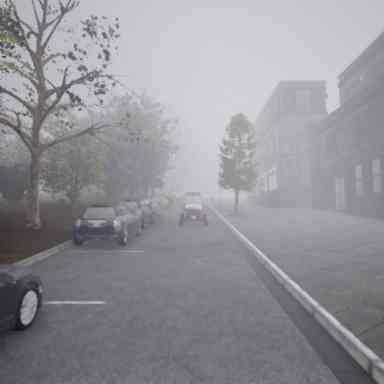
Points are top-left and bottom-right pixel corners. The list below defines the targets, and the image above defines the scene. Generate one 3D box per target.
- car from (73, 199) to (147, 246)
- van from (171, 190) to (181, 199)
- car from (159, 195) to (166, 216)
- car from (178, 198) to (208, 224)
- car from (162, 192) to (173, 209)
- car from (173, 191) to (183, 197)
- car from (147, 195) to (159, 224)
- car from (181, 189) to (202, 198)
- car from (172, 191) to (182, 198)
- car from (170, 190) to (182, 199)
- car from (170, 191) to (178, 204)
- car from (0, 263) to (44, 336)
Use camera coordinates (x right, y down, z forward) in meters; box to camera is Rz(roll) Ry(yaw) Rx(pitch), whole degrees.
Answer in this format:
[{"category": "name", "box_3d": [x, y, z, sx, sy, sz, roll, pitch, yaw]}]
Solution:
[{"category": "car", "box_3d": [-3.653, 1.286, 15.190, 2.185, 1.767, 4.553, 0, 1, 2]}, {"category": "van", "box_3d": [-3.643, 0.440, 76.612, 1.878, 1.987, 4.442, 0, 1, 2]}, {"category": "car", "box_3d": [-3.651, 1.289, 26.358, 2.231, 1.521, 4.892, 0, 1, 2]}, {"category": "car", "box_3d": [0.104, 1.371, 22.968, 1.812, 1.442, 4.674, 0, 1, 0]}, {"category": "car", "box_3d": [-3.643, 1.153, 37.691, 1.946, 1.575, 5.366, 0, 1, 2]}, {"category": "car", "box_3d": [-3.647, 0.530, 87.632, 2.097, 1.535, 5.008, 0, 1, 2]}, {"category": "car", "box_3d": [-3.653, 1.225, 20.760, 2.185, 1.767, 4.553, 0, 1, 2]}, {"category": "car", "box_3d": [0.104, 0.856, 41.184, 2.150, 2.045, 5.566, 0, 1, 0]}, {"category": "car", "box_3d": [-3.640, 0.593, 82.253, 1.946, 1.575, 5.366, 0, 1, 2]}, {"category": "car", "box_3d": [-3.648, 0.810, 65.353, 2.097, 1.535, 5.008, 0, 1, 2]}, {"category": "car", "box_3d": [-3.648, 1.052, 48.677, 2.163, 1.488, 4.792, 0, 1, 2]}, {"category": "car", "box_3d": [-3.634, 1.493, 4.053, 2.231, 1.521, 4.892, 1, 0, 2]}]
